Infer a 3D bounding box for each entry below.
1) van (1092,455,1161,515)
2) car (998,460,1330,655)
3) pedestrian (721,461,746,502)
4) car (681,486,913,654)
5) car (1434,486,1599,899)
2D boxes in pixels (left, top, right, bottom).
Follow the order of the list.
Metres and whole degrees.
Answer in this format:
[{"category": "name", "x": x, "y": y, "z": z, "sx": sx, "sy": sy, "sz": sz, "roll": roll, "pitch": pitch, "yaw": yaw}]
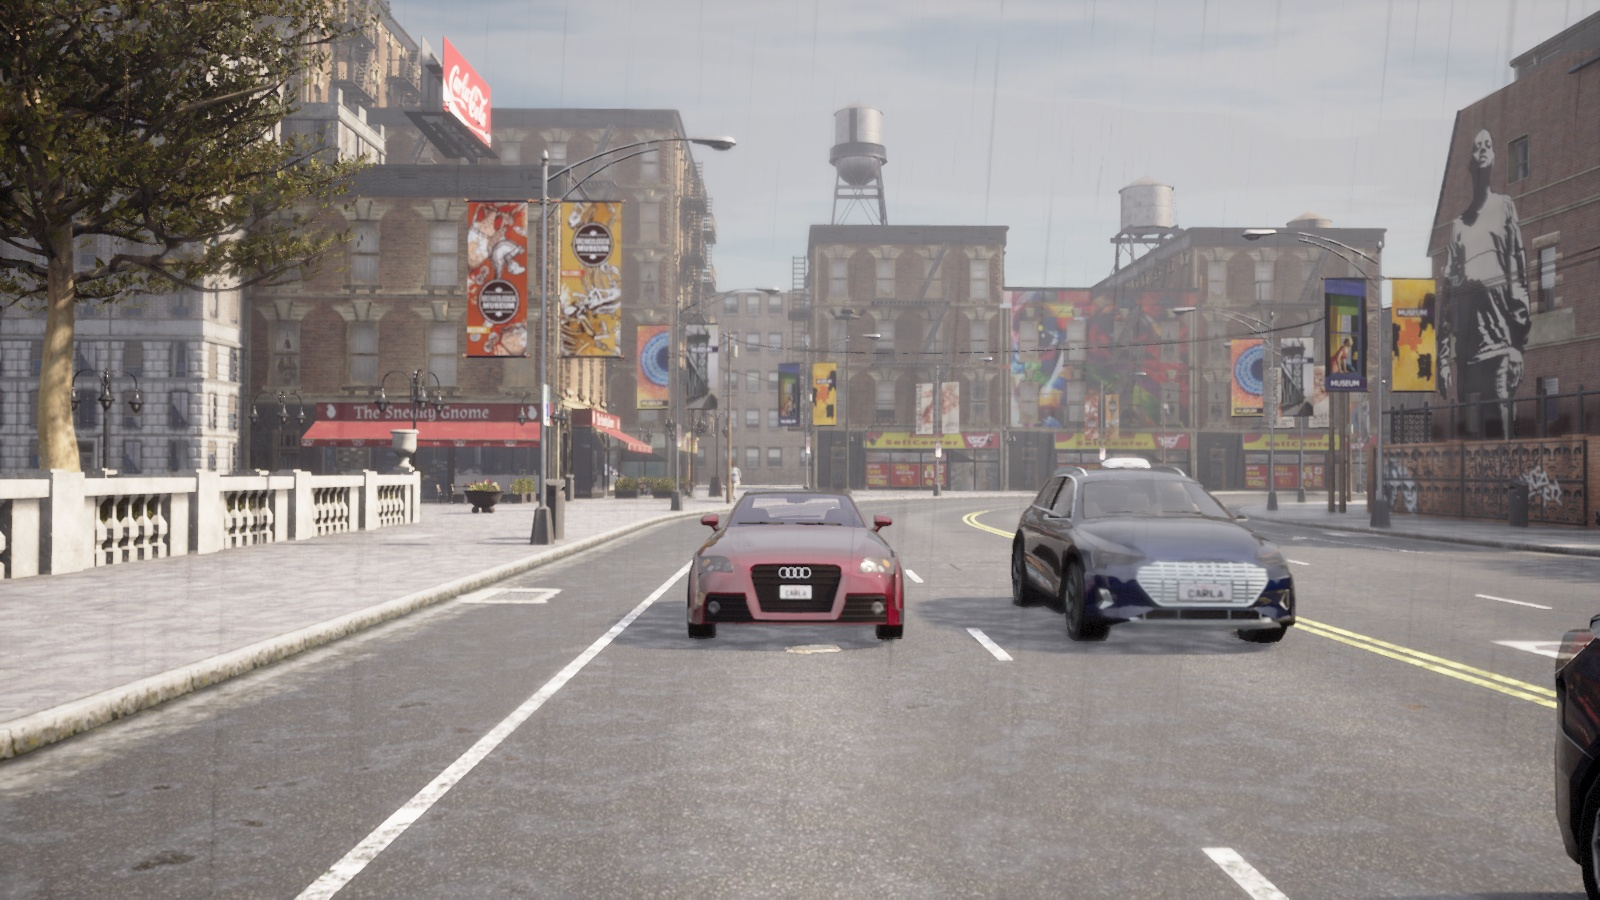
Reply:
[{"category": "van", "x": 11.536, "y": 1.224, "z": 44.643, "sx": 2.069, "sy": 2.038, "sz": 4.480, "roll": -1, "pitch": -1, "yaw": 11}, {"category": "car", "x": 3.468, "y": 0.945, "z": 13.085, "sx": 2.033, "sy": 1.649, "sz": 4.856, "roll": 0, "pitch": -1, "yaw": 0}, {"category": "pedestrian", "x": -3.004, "y": 1.417, "z": 56.870, "sx": 0.874, "sy": 1.855, "sz": 0.900, "roll": -1, "pitch": -1, "yaw": 16}, {"category": "car", "x": -0.030, "y": 1.090, "z": 12.881, "sx": 1.994, "sy": 1.385, "sz": 4.181, "roll": 0, "pitch": -1, "yaw": 0}, {"category": "car", "x": 3.488, "y": 0.838, "z": 2.339, "sx": 2.163, "sy": 1.488, "sz": 4.792, "roll": 0, "pitch": -1, "yaw": 0}]
